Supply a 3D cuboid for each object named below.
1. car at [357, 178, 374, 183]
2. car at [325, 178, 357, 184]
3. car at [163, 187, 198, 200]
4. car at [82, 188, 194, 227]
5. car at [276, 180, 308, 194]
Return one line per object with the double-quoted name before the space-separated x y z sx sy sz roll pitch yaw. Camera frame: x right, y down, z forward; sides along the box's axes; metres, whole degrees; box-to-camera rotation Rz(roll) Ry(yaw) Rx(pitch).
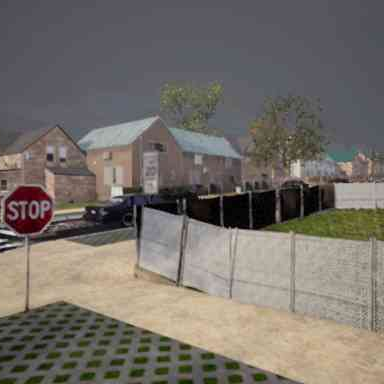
"car" 24.005 -1.320 46.498 1.895 1.301 4.718 1 4 41
"car" 17.101 -0.877 38.553 1.882 1.535 5.008 1 4 42
"car" -1.727 0.441 21.445 1.882 1.535 5.008 1 4 41
"car" -2.580 0.775 16.152 2.033 1.411 5.357 1 3 41
"car" 10.821 -0.541 35.749 1.837 1.490 4.892 1 4 41
